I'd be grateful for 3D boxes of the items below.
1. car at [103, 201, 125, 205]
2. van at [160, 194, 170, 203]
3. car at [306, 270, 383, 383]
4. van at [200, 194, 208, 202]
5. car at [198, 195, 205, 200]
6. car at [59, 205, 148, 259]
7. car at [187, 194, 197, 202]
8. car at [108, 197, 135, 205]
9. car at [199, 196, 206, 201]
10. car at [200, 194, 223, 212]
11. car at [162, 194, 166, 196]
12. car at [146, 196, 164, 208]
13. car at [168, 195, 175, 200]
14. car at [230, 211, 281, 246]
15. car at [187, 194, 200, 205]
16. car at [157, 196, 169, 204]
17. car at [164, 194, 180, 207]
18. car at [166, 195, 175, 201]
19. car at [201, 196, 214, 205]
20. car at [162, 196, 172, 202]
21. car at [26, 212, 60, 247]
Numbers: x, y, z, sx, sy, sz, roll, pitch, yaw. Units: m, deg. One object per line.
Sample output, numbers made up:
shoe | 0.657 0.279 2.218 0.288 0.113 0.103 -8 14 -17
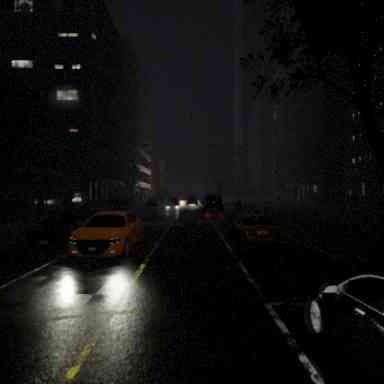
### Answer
car | -5.669 1.532 20.313 1.752 1.417 4.829 1 0 0
van | -5.646 1.372 70.610 1.690 1.788 3.998 1 0 0
car | 2.703 1.552 3.769 2.008 1.369 4.403 1 0 0
van | 2.737 1.375 76.175 1.690 1.788 3.998 1 0 0
car | 2.741 1.570 93.053 1.752 1.417 4.829 1 0 0
car | -3.095 1.481 12.754 1.882 1.535 5.008 0 0 0
car | 0.030 1.241 70.915 2.097 1.767 4.553 0 0 0
car | -5.664 1.323 26.053 2.192 1.841 5.009 1 0 0
car | 2.738 1.623 87.313 1.802 1.307 4.206 1 0 0
car | 2.410 1.241 38.902 2.150 2.045 5.566 0 0 0
car | -5.654 1.590 59.470 1.947 1.339 4.313 1 0 0
car | -5.658 1.563 48.331 1.887 1.381 4.507 1 0 0
car | -5.639 1.571 92.719 1.752 1.417 4.829 1 0 0
car | 2.708 1.529 15.079 1.752 1.417 4.829 1 0 0
car | 0.025 1.528 57.921 1.837 1.490 4.892 0 0 0
car | -5.651 1.579 65.040 2.008 1.369 4.403 1 0 0
car | -3.051 1.546 53.416 1.812 1.442 4.674 0 0 0
car | -5.642 1.593 87.318 2.008 1.369 4.403 1 0 0
car | 2.728 1.464 59.466 1.967 1.590 4.097 1 0 0
car | -5.646 1.560 76.010 1.752 1.417 4.829 1 0 0
car | -5.672 1.570 14.913 1.947 1.339 4.313 1 0 0
